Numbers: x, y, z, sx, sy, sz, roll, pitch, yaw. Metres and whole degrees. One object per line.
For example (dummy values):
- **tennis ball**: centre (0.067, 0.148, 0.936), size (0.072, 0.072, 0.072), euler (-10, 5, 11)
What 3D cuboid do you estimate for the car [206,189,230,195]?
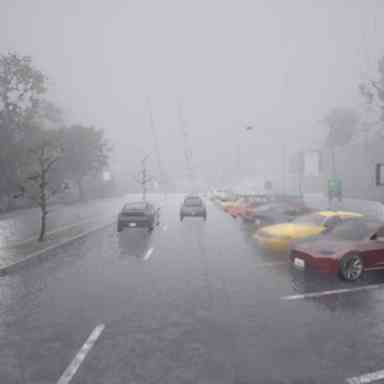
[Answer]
- **car**: centre (5.063, 0.780, 48.226), size (4.892, 1.521, 2.231), euler (0, 1, -20)

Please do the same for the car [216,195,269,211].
- **car**: centre (5.085, 1.072, 33.336), size (4.792, 1.488, 2.163), euler (0, 1, -20)

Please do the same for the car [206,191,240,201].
- **car**: centre (5.057, 0.689, 54.191), size (5.008, 1.535, 2.097), euler (0, 1, -20)

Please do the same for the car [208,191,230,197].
- **car**: centre (4.885, 0.980, 36.239), size (5.366, 1.575, 1.946), euler (0, 1, -20)

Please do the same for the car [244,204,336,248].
- **car**: centre (4.894, 1.382, 12.364), size (5.366, 1.575, 1.946), euler (1, 1, -20)

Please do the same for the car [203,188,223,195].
- **car**: centre (5.082, 0.481, 51.223), size (5.566, 2.045, 2.435), euler (1, 1, -20)

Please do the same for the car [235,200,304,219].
- **car**: centre (5.058, 1.349, 18.406), size (4.674, 1.452, 2.002), euler (0, 1, -20)

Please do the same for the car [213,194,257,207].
- **car**: centre (5.052, 0.970, 39.288), size (4.674, 1.452, 2.002), euler (0, 1, -20)

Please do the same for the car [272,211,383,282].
- **car**: centre (5.039, 1.448, 9.438), size (4.792, 1.488, 2.163), euler (1, 1, -20)

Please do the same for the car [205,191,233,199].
- **car**: centre (5.074, 0.600, 63.154), size (4.792, 1.488, 2.163), euler (1, 1, -20)

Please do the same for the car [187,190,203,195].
- **car**: centre (0.086, 0.900, 41.732), size (1.837, 1.490, 4.892), euler (0, 1, 0)

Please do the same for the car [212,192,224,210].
- **car**: centre (4.886, 1.097, 30.273), size (5.366, 1.575, 1.946), euler (0, 1, -20)

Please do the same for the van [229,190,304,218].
- **van**: centre (4.958, 1.038, 21.334), size (4.442, 1.987, 1.878), euler (0, 1, -20)

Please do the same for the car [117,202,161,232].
- **car**: centre (-2.907, 1.318, 18.696), size (1.837, 1.490, 4.892), euler (0, 1, 0)

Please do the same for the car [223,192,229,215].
- **car**: centre (5.034, 1.087, 24.363), size (4.553, 1.767, 2.185), euler (0, 1, -20)

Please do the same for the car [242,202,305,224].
- **car**: centre (5.091, 1.382, 15.434), size (4.792, 1.488, 2.163), euler (1, 1, -20)

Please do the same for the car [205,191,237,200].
- **car**: centre (5.223, 0.607, 60.224), size (5.366, 1.575, 1.946), euler (1, 0, -20)

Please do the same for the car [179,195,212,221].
- **car**: centre (0.090, 1.209, 24.506), size (2.128, 1.511, 4.902), euler (0, 1, 0)
